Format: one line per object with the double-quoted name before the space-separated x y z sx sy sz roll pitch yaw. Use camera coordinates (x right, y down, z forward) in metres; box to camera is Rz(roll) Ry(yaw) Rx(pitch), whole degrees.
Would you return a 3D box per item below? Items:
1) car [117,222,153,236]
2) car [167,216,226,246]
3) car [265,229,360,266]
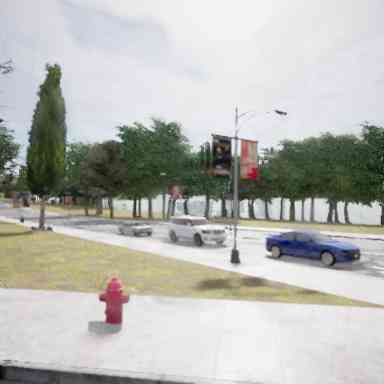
"car" -5.786 3.694 33.635 1.895 1.301 4.718 1 -3 -36
"car" 0.200 2.889 25.413 2.150 2.045 5.566 1 -3 -36
"car" 6.079 2.755 17.320 1.882 1.535 5.008 1 -3 -36
